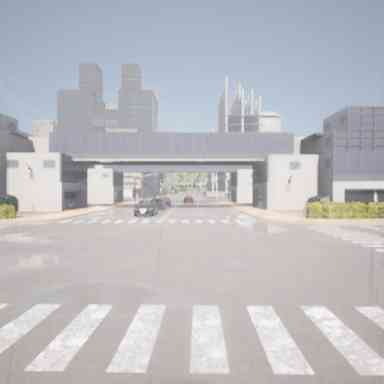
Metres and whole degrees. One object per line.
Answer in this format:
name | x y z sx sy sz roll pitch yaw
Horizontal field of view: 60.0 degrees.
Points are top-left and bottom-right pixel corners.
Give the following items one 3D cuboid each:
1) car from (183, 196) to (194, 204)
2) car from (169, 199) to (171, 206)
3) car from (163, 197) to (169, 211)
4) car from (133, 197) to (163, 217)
car | -0.709 1.494 66.794 1.882 1.535 5.008 0 0 0
car | -4.338 1.542 53.503 1.812 1.442 4.674 0 0 0
car | -4.343 1.522 41.694 1.837 1.490 4.892 0 0 0
car | -4.322 1.509 31.596 2.128 1.511 4.902 0 0 0
